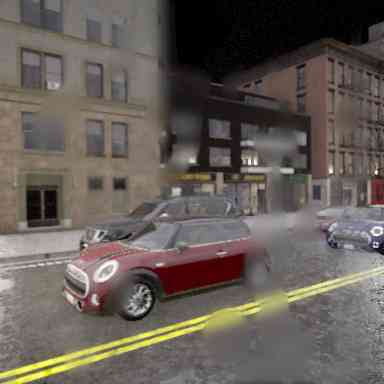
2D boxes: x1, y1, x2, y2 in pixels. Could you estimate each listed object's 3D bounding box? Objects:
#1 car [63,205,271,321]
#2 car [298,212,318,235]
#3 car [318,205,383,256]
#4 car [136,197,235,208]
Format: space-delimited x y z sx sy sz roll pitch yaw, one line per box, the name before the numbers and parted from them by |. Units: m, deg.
car | -0.393 1.333 7.388 4.553 1.767 2.097 0 0 -35
car | 7.450 1.458 16.983 4.674 1.442 1.812 0 0 -35
car | 7.261 1.293 12.849 4.553 1.767 2.097 0 0 -36
car | -0.770 1.196 11.105 5.566 2.045 2.150 0 0 -36
